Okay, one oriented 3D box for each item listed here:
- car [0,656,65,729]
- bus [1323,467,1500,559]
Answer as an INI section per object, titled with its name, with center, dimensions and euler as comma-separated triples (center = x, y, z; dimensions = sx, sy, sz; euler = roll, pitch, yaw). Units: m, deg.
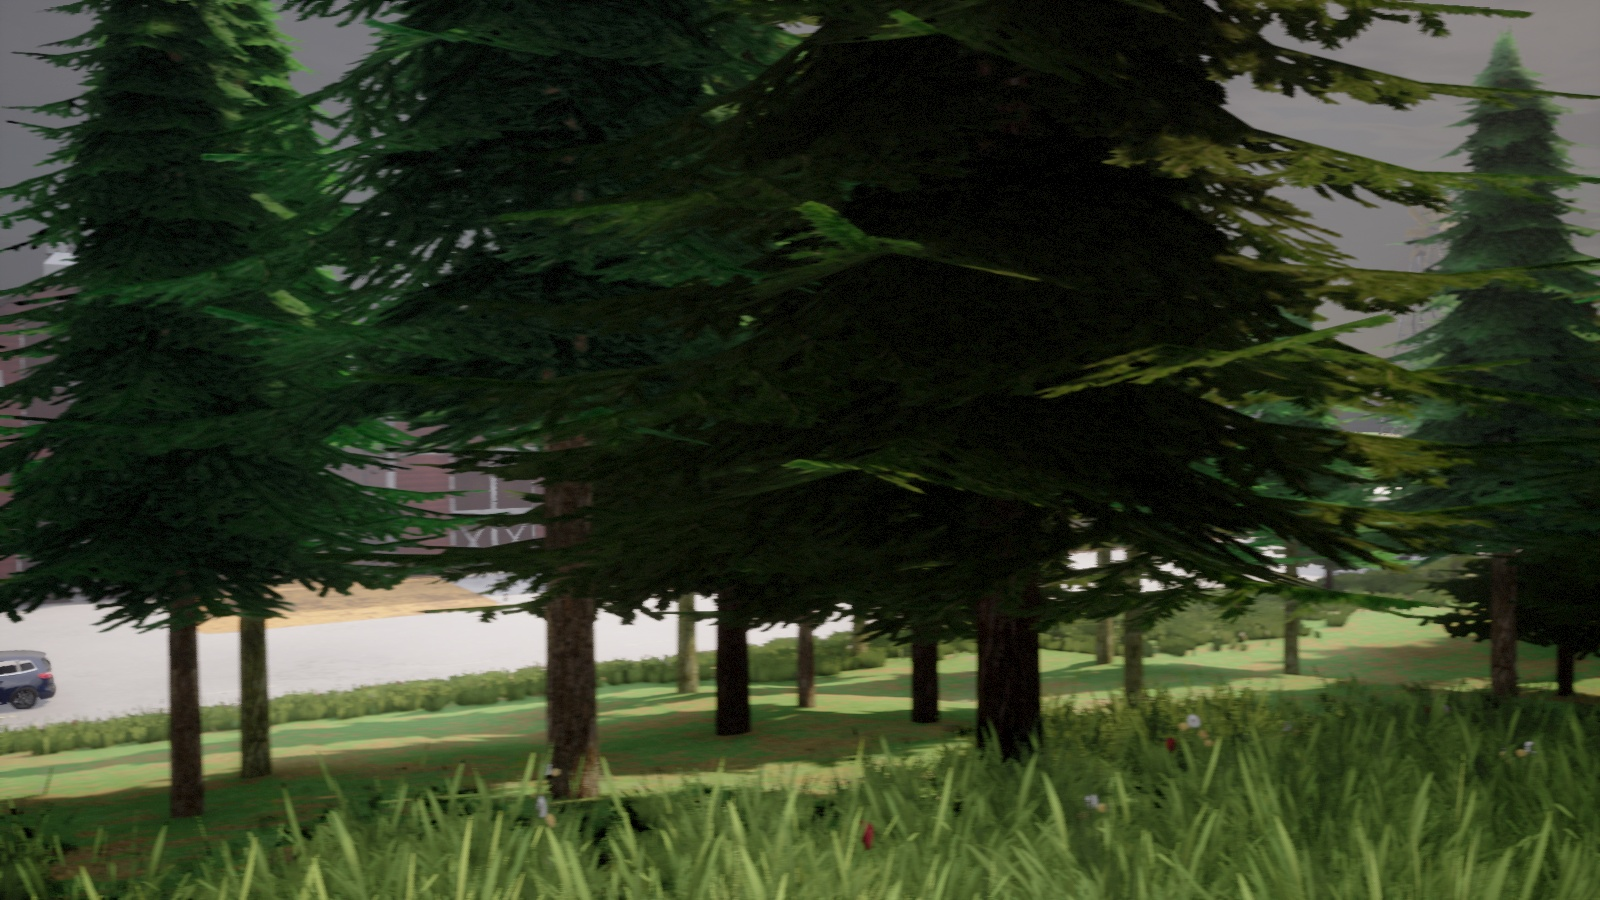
[car]
center = -25.307, 7.634, 38.588
dimensions = 4.611, 1.667, 2.242
euler = -3, 2, -31
[bus]
center = 34.541, 3.405, 70.766
dimensions = 10.273, 4.253, 3.944
euler = -3, 2, -31
